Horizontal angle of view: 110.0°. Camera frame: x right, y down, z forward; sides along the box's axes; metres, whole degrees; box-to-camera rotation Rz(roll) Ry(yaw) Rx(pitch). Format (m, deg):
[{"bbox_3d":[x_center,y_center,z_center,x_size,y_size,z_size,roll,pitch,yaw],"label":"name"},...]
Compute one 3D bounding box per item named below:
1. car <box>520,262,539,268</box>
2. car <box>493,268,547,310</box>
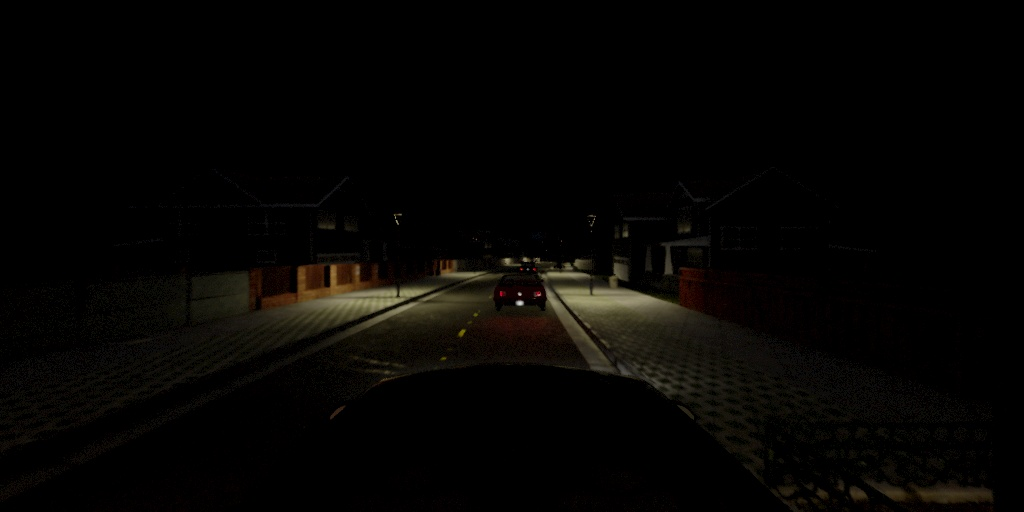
[{"bbox_3d":[1.740,1.319,36.408,2.033,1.411,5.357,0,0,5],"label":"car"},{"bbox_3d":[0.358,1.346,14.649,1.895,1.301,4.718,0,0,2],"label":"car"}]
